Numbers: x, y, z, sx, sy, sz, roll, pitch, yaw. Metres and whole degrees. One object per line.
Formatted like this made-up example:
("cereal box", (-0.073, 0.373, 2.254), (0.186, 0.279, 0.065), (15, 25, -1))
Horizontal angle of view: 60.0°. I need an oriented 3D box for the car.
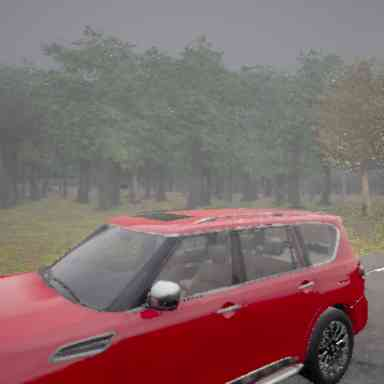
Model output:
("car", (-0.184, 1.244, 3.861), (5.566, 2.045, 2.150), (1, -1, -36))
